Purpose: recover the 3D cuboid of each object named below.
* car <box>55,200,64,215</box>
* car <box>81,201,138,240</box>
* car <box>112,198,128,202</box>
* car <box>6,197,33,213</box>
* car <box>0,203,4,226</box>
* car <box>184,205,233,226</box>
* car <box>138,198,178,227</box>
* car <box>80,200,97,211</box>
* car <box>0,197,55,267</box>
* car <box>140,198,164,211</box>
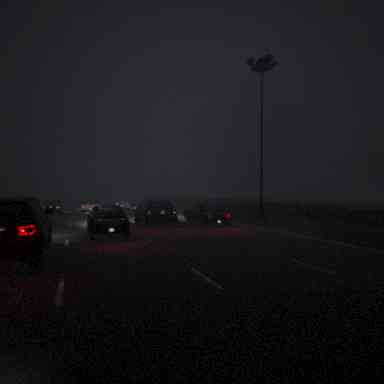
[{"bbox_3d":[-13.150,1.405,31.269,2.033,1.411,5.357,0,0,-19],"label":"car"},{"bbox_3d":[-4.346,1.426,16.892,2.128,1.511,4.902,0,0,-19],"label":"car"},{"bbox_3d":[-8.284,1.382,38.467,1.812,1.442,4.674,0,0,-20],"label":"car"},{"bbox_3d":[-18.372,1.302,35.533,1.882,1.535,5.008,0,0,-19],"label":"car"},{"bbox_3d":[-12.940,1.454,20.204,1.994,1.385,4.181,0,0,-19],"label":"car"},{"bbox_3d":[0.957,1.539,22.902,1.895,1.301,4.718,0,0,-19],"label":"car"},{"bbox_3d":[-2.502,1.278,22.181,2.097,1.767,4.553,0,0,-19],"label":"car"},{"bbox_3d":[-10.811,1.456,35.151,1.895,1.301,4.718,0,0,-19],"label":"car"},{"bbox_3d":[-5.981,1.168,11.000,2.150,2.045,5.566,0,0,-19],"label":"car"},{"bbox_3d":[-4.783,1.432,39.097,1.994,1.385,4.181,0,0,-19],"label":"car"}]
